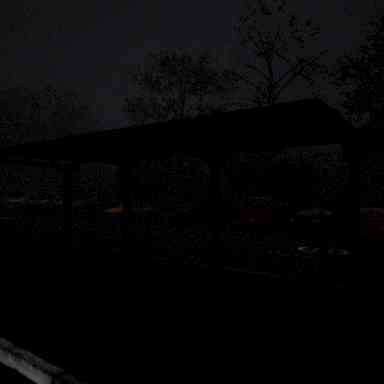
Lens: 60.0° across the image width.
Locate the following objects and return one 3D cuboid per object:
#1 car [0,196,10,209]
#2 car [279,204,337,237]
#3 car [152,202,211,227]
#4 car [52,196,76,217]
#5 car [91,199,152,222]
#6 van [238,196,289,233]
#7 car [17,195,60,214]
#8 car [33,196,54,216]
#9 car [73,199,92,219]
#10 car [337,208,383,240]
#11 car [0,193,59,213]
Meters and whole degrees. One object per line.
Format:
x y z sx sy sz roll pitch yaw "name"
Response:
-25.083 1.308 40.366 2.163 1.488 4.792 1 0 35 "car"
6.653 1.526 17.948 2.002 1.452 4.674 0 0 35 "car"
-0.158 1.473 22.734 2.163 1.488 4.792 0 0 35 "car"
-9.201 1.389 29.175 2.231 1.521 4.892 0 0 35 "car"
-4.781 1.413 25.813 1.946 1.575 5.366 0 0 35 "car"
4.458 1.246 19.647 1.878 1.987 4.442 0 0 35 "van"
-13.734 1.360 32.380 2.097 1.535 5.008 0 0 35 "car"
-11.467 1.374 30.777 2.097 1.535 5.008 0 0 35 "car"
-6.922 1.432 27.591 2.163 1.488 4.792 0 0 35 "car"
8.920 1.500 16.342 2.097 1.535 5.008 0 0 35 "car"
-16.018 1.095 33.955 2.435 2.045 5.566 0 0 35 "car"
